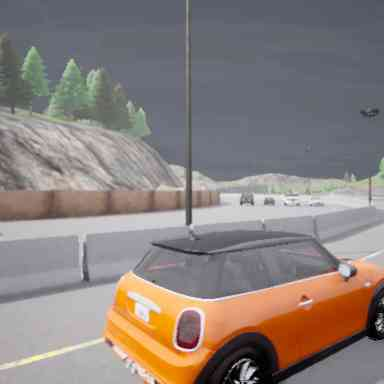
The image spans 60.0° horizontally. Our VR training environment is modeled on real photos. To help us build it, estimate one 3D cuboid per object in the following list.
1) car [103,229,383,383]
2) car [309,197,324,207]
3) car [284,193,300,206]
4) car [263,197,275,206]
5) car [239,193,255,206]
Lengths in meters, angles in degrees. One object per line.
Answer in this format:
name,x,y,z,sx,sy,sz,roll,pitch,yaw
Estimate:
car,1.138,1.343,4.947,4.553,1.767,2.097,0,0,-37
car,18.539,1.430,49.587,1.812,1.442,4.674,0,0,16
car,15.700,1.133,52.285,2.150,2.045,5.566,0,0,14
car,12.507,1.472,53.887,2.033,1.411,5.357,0,0,12
car,9.070,1.136,54.567,2.150,2.045,5.566,0,0,12
